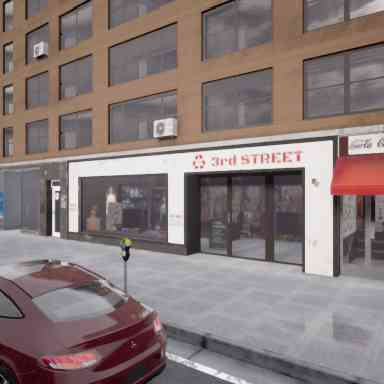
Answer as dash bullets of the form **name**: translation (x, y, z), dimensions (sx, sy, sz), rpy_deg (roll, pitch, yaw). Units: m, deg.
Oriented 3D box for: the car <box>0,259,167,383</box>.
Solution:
- **car**: translation (-2.217, 1.582, 4.395), dimensions (4.206, 1.307, 1.802), rpy_deg (0, 0, 36)
